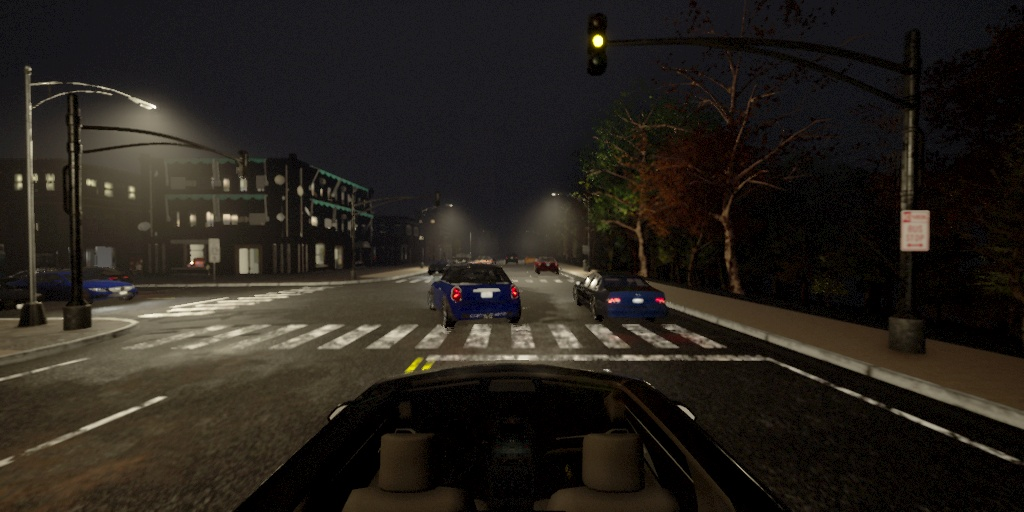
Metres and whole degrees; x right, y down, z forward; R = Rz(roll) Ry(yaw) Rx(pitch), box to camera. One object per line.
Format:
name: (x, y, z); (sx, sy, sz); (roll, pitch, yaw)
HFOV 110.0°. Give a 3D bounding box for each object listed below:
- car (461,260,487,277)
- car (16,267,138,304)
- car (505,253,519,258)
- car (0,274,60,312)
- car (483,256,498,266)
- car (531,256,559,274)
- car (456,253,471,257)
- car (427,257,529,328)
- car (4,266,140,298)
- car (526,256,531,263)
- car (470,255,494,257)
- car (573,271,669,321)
car: (-3.348, 1.101, 32.442); (1.895, 1.301, 4.718); (0, 0, 0)
car: (-19.333, 1.381, 15.746); (4.674, 1.442, 1.812); (-1, 1, 1)
car: (-0.013, 0.468, 63.079); (2.150, 2.045, 5.566); (0, 0, 0)
car: (-19.949, 1.476, 13.053); (4.313, 1.339, 1.948); (0, 0, 0)
car: (-3.320, 0.797, 56.115); (2.128, 1.511, 4.902); (0, 0, 0)
car: (3.345, 0.827, 35.483); (2.097, 1.767, 4.553); (0, 0, 0)
car: (-6.581, 0.594, 48.041); (2.150, 2.045, 5.566); (0, 0, 0)
car: (-1.359, 1.024, 11.398); (2.097, 1.767, 4.553); (0, 0, -19)
car: (-23.068, 1.346, 18.940); (4.892, 1.490, 1.837); (-1, 1, 0)
car: (3.241, 0.720, 63.532); (1.882, 1.535, 5.008); (0, 1, 0)
car: (-3.345, 0.769, 42.442); (2.097, 1.767, 4.553); (0, 1, 0)
car: (3.348, 1.215, 12.049); (2.033, 1.411, 5.357); (0, 0, 0)
